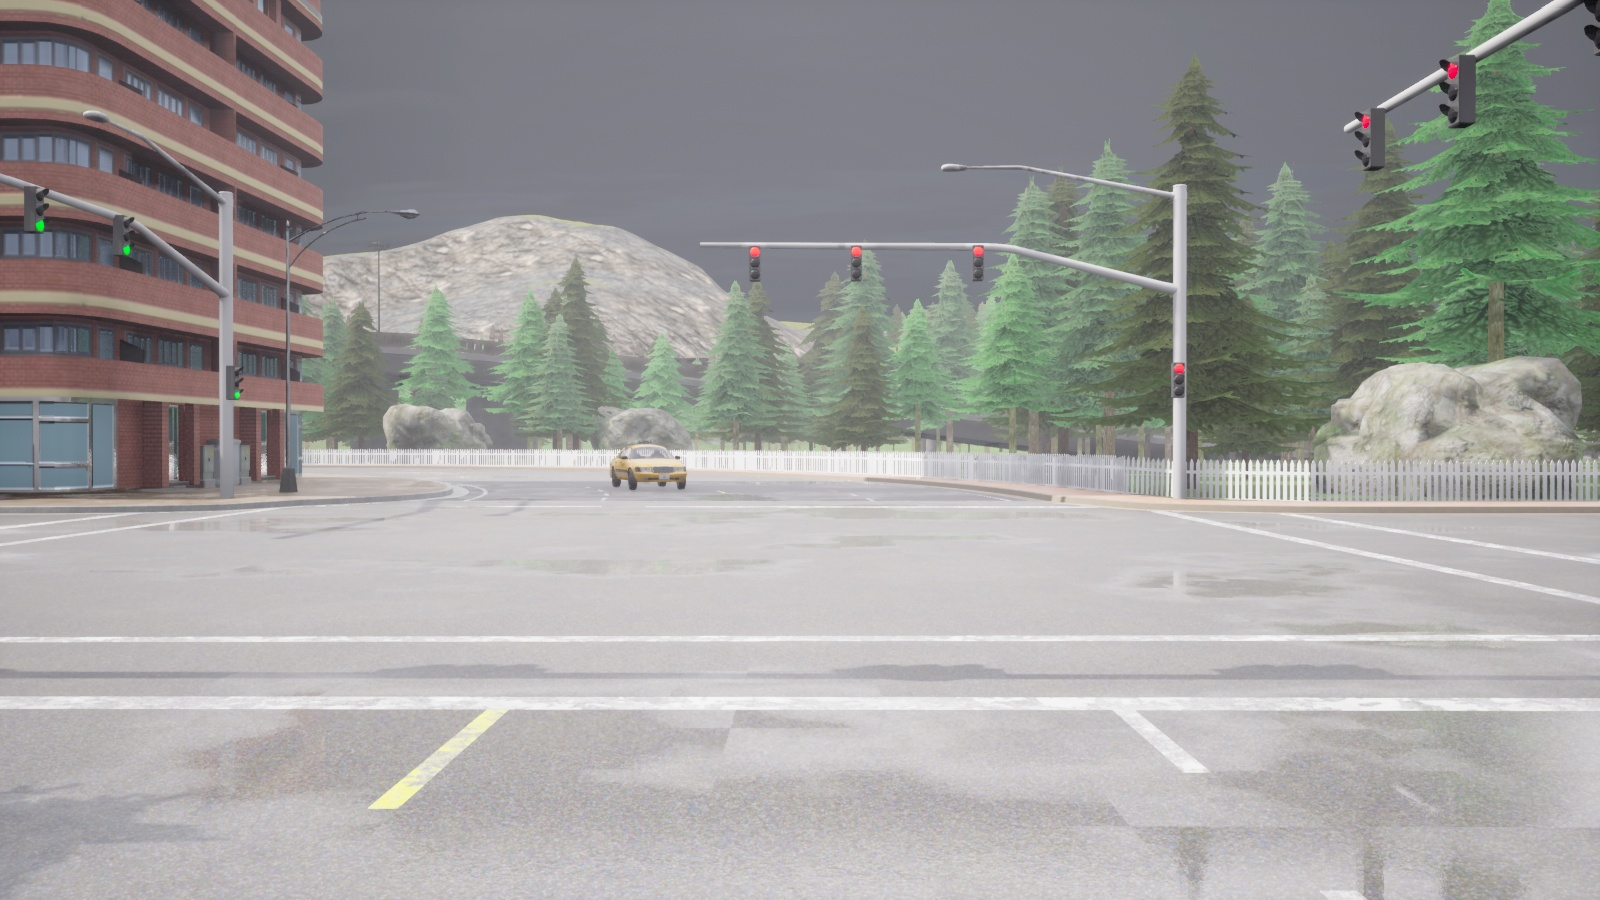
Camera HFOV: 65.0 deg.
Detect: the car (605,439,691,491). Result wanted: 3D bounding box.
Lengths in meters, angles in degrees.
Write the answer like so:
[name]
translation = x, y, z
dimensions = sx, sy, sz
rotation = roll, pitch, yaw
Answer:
[car]
translation = -5.093, 0.447, 41.520
dimensions = 1.801, 1.575, 5.366
rotation = 0, 0, -18
